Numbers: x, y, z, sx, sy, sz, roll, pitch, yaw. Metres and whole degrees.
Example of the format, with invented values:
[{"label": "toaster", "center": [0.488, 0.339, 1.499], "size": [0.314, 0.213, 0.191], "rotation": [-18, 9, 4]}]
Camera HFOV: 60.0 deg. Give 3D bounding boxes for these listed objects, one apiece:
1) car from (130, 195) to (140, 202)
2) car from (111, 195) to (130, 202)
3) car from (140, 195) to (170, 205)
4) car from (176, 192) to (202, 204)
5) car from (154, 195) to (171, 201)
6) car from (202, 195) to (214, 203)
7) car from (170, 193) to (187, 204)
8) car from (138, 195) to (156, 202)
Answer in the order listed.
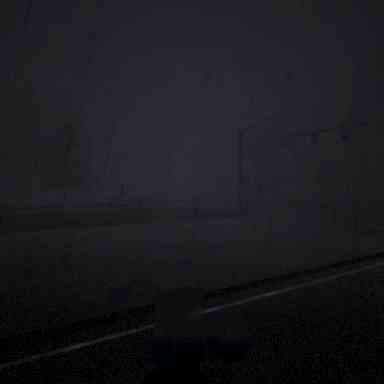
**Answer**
[{"label": "car", "center": [-12.228, 1.304, 70.648], "size": [1.882, 1.535, 5.008], "rotation": [0, 0, -35]}, {"label": "car", "center": [-15.152, 1.394, 68.723], "size": [1.994, 1.385, 4.181], "rotation": [0, 0, -35]}, {"label": "car", "center": [-6.317, 1.355, 55.869], "size": [2.128, 1.511, 4.902], "rotation": [0, 0, -35]}, {"label": "car", "center": [-1.187, 1.048, 60.802], "size": [2.150, 2.045, 5.566], "rotation": [0, 0, -34]}, {"label": "car", "center": [-6.780, 1.332, 75.074], "size": [1.994, 1.385, 4.181], "rotation": [0, 0, -35]}, {"label": "car", "center": [1.926, 1.358, 62.487], "size": [2.033, 1.411, 5.357], "rotation": [0, 0, -34]}, {"label": "car", "center": [-3.350, 1.372, 57.748], "size": [1.812, 1.442, 4.674], "rotation": [0, 0, -34]}, {"label": "car", "center": [-9.962, 1.383, 73.522], "size": [1.895, 1.301, 4.718], "rotation": [0, 0, -35]}]
